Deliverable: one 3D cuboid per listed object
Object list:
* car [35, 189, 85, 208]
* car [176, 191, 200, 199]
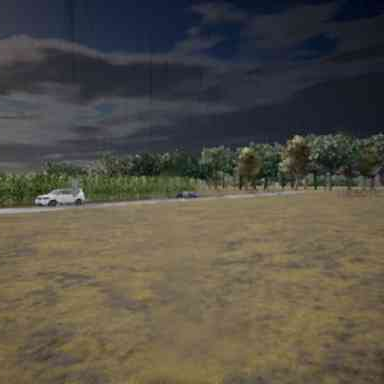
[{"bbox_3d":[-15.014,0.650,38.281,2.150,2.045,5.566,0,1,36],"label":"car"},{"bbox_3d":[-0.635,0.517,58.478,2.033,1.411,5.357,0,1,36],"label":"car"}]
